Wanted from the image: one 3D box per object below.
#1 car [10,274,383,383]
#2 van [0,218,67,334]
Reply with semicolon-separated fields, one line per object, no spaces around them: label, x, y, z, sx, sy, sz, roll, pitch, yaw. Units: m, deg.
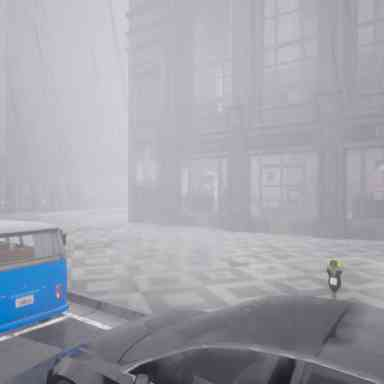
car;0.671;1.566;2.594;4.313;1.339;1.947;0;0;36
van;-3.922;1.340;5.882;3.998;1.788;1.690;0;0;36
